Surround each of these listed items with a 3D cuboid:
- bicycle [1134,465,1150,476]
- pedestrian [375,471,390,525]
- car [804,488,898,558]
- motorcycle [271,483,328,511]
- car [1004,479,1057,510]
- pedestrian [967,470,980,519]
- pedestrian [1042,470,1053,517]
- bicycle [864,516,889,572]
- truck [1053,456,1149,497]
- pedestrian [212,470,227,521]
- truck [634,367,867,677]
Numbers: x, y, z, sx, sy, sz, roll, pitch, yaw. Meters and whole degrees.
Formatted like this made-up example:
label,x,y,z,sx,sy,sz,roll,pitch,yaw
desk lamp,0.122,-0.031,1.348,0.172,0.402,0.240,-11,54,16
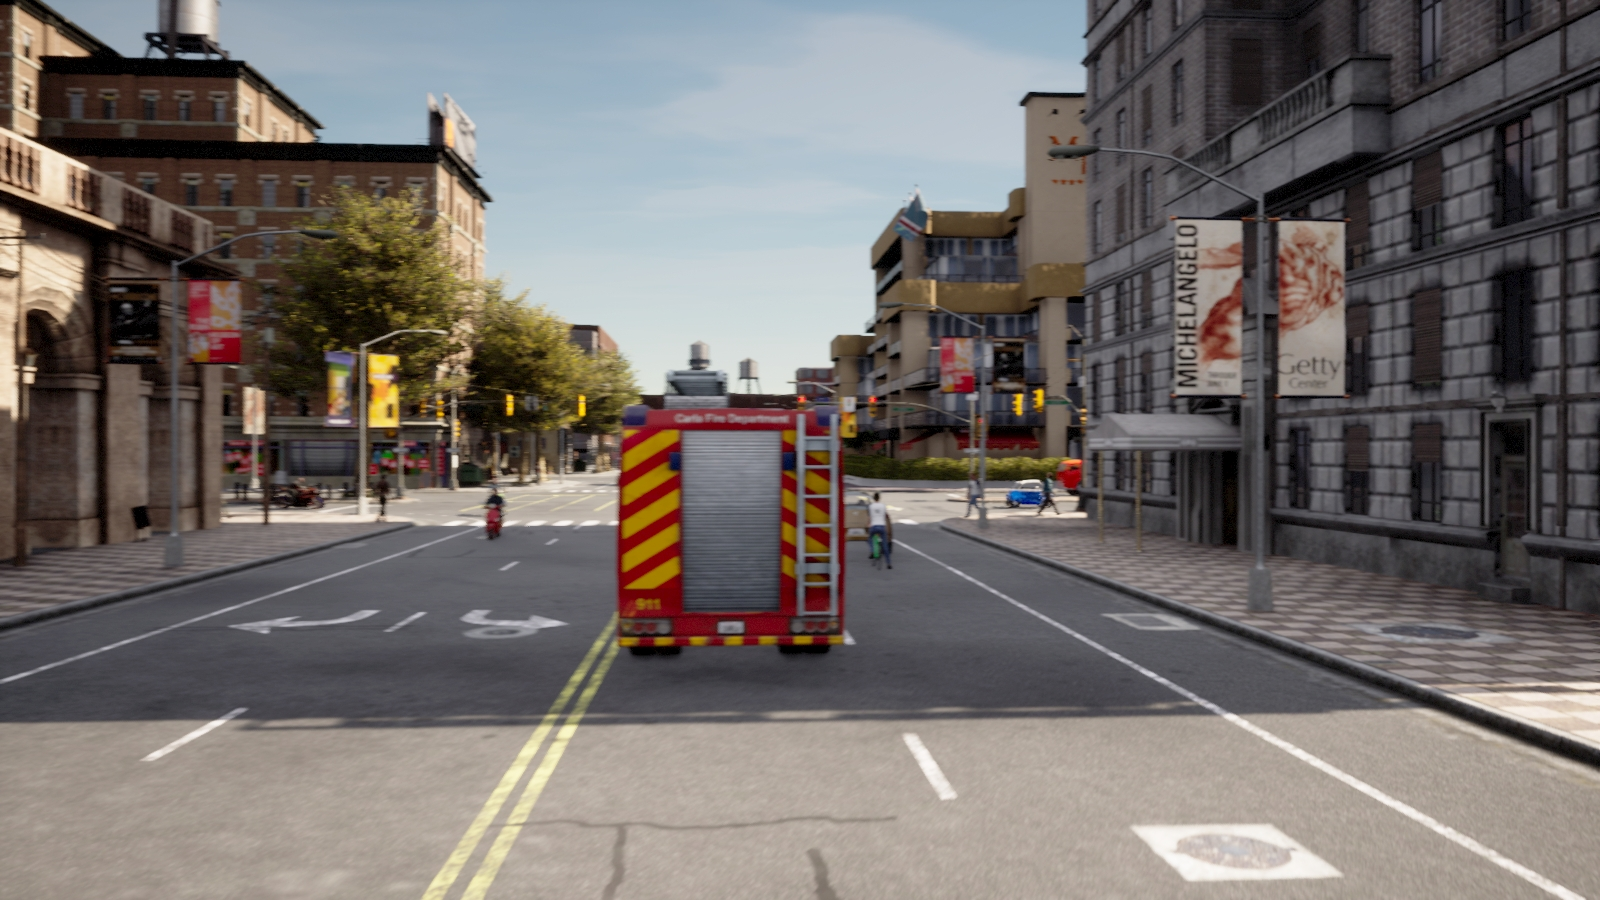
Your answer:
label,x,y,z,sx,sy,sz,roll,pitch,yaw
bicycle,38.129,2.256,127.294,1.643,1.196,0.373,1,0,-5
pedestrian,-14.635,1.674,40.043,0.375,1.860,0.375,0,0,2
car,1.337,1.993,32.397,2.152,1.651,5.027,0,0,-3
motorcycle,-23.052,2.170,52.658,2.209,1.251,0.867,0,0,-2
car,11.103,2.134,55.083,2.207,1.376,1.481,0,0,-4
pedestrian,6.644,1.704,43.756,0.375,1.860,0.375,0,0,-14
pedestrian,9.826,1.709,45.364,0.375,1.860,0.375,0,0,2
bicycle,1.796,2.208,27.001,0.373,1.196,1.643,0,0,-4
truck,18.570,1.592,70.642,5.204,2.467,2.627,0,0,-4
pedestrian,-21.355,1.665,42.054,0.375,1.860,0.375,0,0,-6
truck,-0.879,0.889,18.425,2.891,3.827,8.468,0,0,-4
